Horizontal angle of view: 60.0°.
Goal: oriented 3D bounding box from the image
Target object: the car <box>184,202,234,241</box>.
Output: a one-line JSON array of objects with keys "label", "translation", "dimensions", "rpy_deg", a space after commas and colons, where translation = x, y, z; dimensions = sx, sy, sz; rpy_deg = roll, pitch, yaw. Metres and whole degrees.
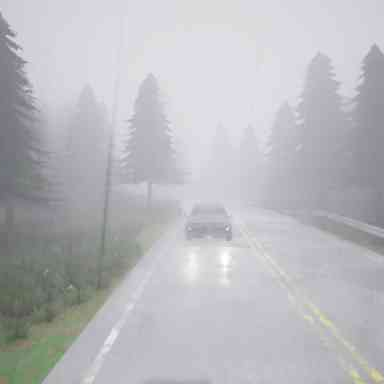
[{"label": "car", "translation": [0.727, 1.161, 14.560], "dimensions": [2.033, 1.411, 5.357], "rpy_deg": [0, 1, 3]}]
